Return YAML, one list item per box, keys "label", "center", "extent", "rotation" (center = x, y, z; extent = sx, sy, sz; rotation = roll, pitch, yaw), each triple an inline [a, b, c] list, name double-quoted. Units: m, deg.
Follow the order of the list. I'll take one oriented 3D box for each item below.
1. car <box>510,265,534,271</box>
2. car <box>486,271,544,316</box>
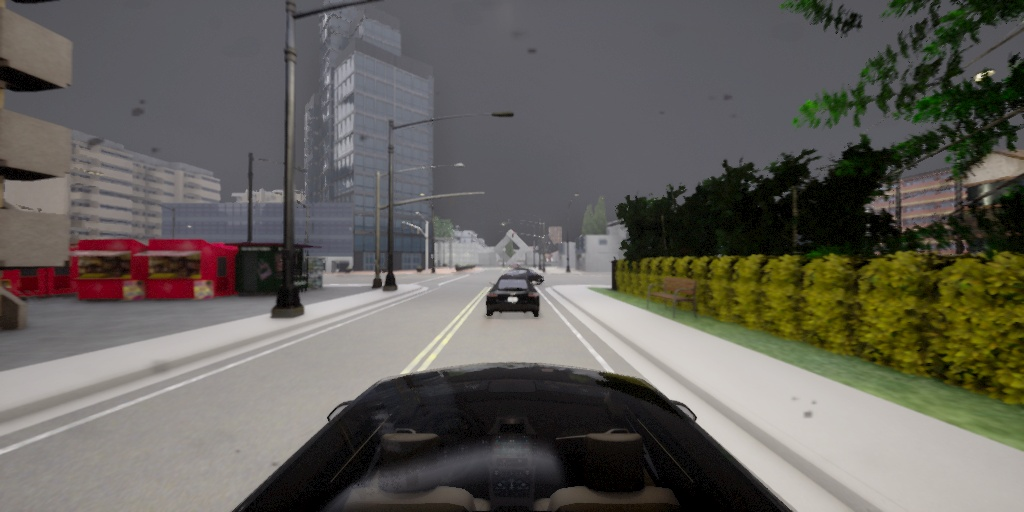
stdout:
- label: "car"
  center: [0.845, 1.622, 26.566]
  extent: [2.033, 1.411, 5.357]
  rotation: [0, -1, 21]
- label: "car"
  center: [0.046, 1.476, 14.265]
  extent: [1.994, 1.385, 4.181]
  rotation: [0, -1, 1]
